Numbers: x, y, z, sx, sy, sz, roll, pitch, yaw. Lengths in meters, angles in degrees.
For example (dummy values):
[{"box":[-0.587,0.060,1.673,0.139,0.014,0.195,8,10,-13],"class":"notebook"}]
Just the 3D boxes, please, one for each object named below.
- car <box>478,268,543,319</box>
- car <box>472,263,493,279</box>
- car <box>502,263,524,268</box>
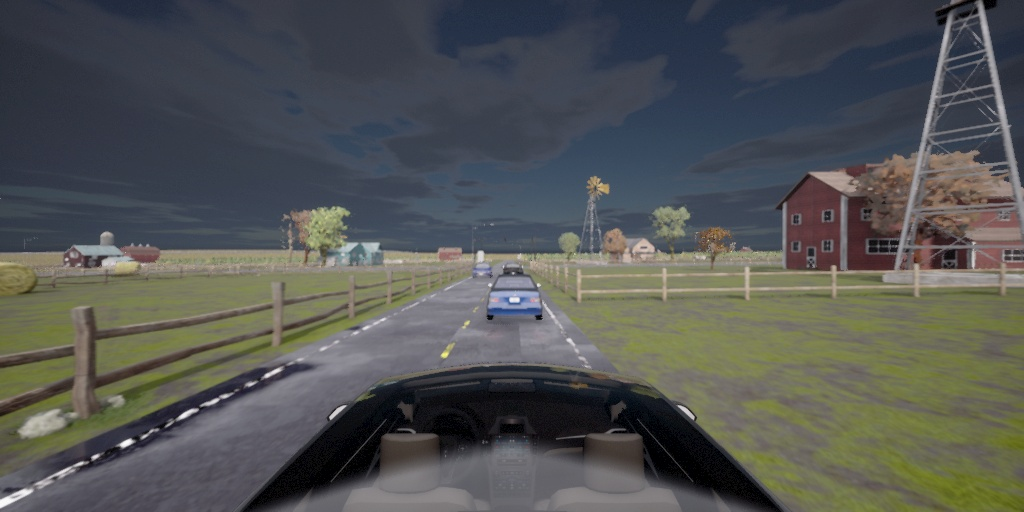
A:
[{"box":[0.085,1.349,13.066,2.033,1.411,5.357,0,0,0],"class":"car"},{"box":[-2.851,1.435,35.595,1.812,1.442,4.674,0,0,0],"class":"car"},{"box":[0.092,1.381,34.324,1.882,1.535,5.008,0,0,0],"class":"car"}]
